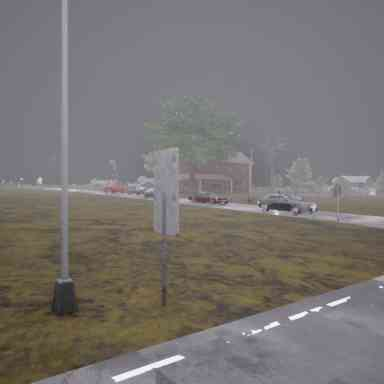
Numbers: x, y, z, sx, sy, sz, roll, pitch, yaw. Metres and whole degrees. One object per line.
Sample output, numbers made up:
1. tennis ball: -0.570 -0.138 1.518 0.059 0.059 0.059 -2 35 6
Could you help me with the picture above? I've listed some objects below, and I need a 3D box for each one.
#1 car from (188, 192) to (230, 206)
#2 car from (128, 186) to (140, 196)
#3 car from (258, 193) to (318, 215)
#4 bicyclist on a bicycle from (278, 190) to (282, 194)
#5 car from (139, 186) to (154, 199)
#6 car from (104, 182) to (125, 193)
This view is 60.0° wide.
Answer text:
1. car: 1.665 0.647 33.561 1.895 1.301 4.718 0 2 -36
2. car: -8.411 -0.187 52.569 1.812 1.442 4.674 0 2 -35
3. car: 7.295 0.895 25.724 2.128 1.511 4.902 0 2 -36
4. bicyclist on a bicycle: 8.891 0.664 33.763 1.656 1.620 0.582 0 2 -36
5. car: -4.482 0.191 42.133 1.812 1.442 4.674 0 2 -36
6. car: -14.110 -0.818 60.409 2.150 2.045 5.566 0 2 -36
